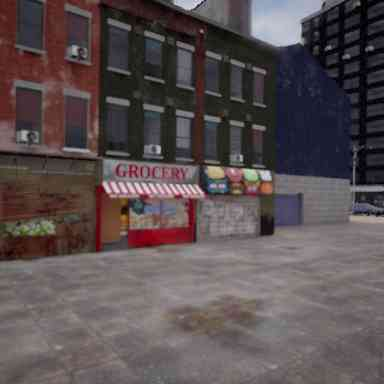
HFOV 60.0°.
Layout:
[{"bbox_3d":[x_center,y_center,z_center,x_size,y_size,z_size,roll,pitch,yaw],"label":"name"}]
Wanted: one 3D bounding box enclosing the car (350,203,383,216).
[{"bbox_3d":[18.992,1.929,37.178,2.033,1.411,5.357,1,-1,-36],"label":"car"}]
